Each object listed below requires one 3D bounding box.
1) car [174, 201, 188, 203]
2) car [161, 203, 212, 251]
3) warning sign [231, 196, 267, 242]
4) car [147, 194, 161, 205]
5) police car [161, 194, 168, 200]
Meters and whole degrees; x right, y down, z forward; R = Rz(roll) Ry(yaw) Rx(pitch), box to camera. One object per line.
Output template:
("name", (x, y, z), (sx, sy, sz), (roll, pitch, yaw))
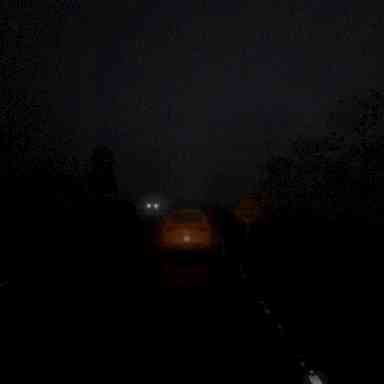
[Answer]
("car", (-0.963, 1.518, 28.824), (1.812, 1.442, 4.674), (0, 0, -3))
("car", (-0.244, 1.473, 14.218), (1.882, 1.535, 5.008), (0, 0, -1))
("warning sign", (2.385, 1.110, 14.132), (1.300, 1.860, 1.060), (0, 0, -2))
("car", (-6.927, 1.562, 58.936), (1.994, 1.385, 4.181), (0, 0, -7))
("police car", (-7.654, 1.432, 89.026), (1.930, 1.638, 5.238), (0, 0, -11))
